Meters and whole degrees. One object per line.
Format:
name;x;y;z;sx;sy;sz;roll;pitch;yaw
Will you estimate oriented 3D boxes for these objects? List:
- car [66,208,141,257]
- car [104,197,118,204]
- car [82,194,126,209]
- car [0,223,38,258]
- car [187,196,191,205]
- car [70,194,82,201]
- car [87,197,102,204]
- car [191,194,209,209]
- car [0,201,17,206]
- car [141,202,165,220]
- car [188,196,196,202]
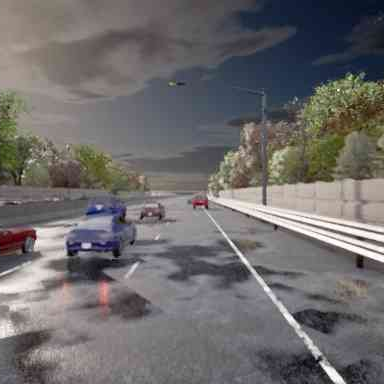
car;-3.397;1.563;13.011;1.812;1.442;4.674;0;0;0
car;-17.483;1.844;71.822;1.895;1.301;4.718;0;0;0
car;-6.898;1.300;27.363;2.150;2.045;5.566;0;0;0
car;-6.897;1.632;10.765;1.895;1.301;4.718;0;0;0
car;0.016;1.719;66.527;2.128;1.511;4.902;0;0;0
car;-24.483;1.475;71.825;2.150;2.045;5.566;0;0;0
car;-20.983;1.844;71.823;1.895;1.301;4.718;0;0;0
car;1.236;1.376;48.045;2.150;2.045;5.566;0;0;0
car;-17.586;1.565;30.385;1.882;1.535;5.008;0;0;0
car;-3.392;1.610;29.241;1.812;1.442;4.674;0;0;0
car;0.020;1.670;82.486;1.994;1.385;4.181;0;0;0
